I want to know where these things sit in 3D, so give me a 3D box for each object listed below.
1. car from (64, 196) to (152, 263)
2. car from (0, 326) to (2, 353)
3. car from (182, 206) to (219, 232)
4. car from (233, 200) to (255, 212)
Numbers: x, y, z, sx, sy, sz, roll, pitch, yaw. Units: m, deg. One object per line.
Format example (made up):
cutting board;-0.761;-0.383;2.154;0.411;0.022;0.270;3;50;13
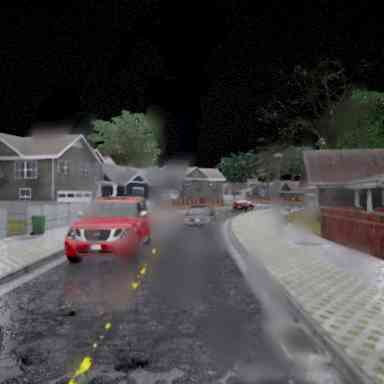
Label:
car;-2.764;1.212;12.282;2.150;2.045;5.566;0;0;0
car;-2.832;1.505;1.391;1.837;1.490;4.892;0;0;0
car;0.547;1.542;19.941;2.033;1.411;5.357;0;0;6
car;6.717;1.704;42.637;1.882;1.535;5.008;0;-1;23
